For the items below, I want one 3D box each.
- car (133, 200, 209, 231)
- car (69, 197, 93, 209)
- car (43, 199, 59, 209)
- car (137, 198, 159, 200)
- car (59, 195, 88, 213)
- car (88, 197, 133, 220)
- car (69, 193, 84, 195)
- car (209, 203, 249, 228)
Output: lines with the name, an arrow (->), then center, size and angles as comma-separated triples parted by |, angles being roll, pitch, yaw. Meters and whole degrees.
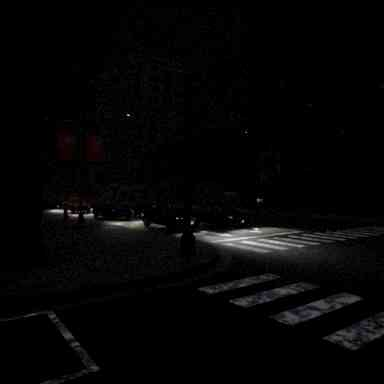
car -> -1.434, 1.469, 20.704 | 2.128, 1.511, 4.902 | 0, 0, -36
car -> -15.260, 1.456, 45.541 | 1.812, 1.442, 4.674 | 0, 0, -35
car -> -18.382, 1.534, 44.322 | 1.895, 1.301, 4.718 | 0, 0, -35
car -> -3.578, 1.312, 29.242 | 2.097, 1.767, 4.553 | 0, 0, -36
car -> -12.623, 1.426, 36.249 | 1.882, 1.535, 5.008 | 0, 0, -35
car -> -6.851, 1.441, 28.227 | 1.882, 1.535, 5.008 | 0, 0, -36
car -> -20.573, 1.126, 58.734 | 2.150, 2.045, 5.566 | 0, 0, -36
car -> 1.663, 1.500, 21.995 | 1.812, 1.442, 4.674 | 0, 0, -37
